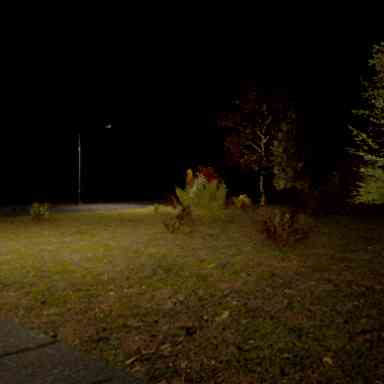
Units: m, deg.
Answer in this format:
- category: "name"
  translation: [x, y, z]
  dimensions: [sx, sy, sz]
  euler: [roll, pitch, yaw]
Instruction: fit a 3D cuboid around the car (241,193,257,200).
- category: "car"
  translation: [11.712, 0.911, 68.636]
  dimensions: [2.128, 1.511, 4.902]
  euler: [2, 2, 38]
